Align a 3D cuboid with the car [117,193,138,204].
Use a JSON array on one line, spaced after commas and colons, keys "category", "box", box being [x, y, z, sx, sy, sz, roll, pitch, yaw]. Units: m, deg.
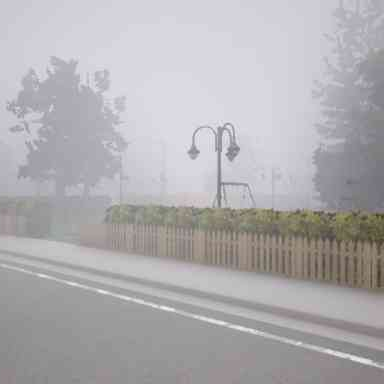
[{"category": "car", "box": [-10.406, 1.257, 57.566, 2.150, 2.045, 5.566, 0, 0, 35]}]
